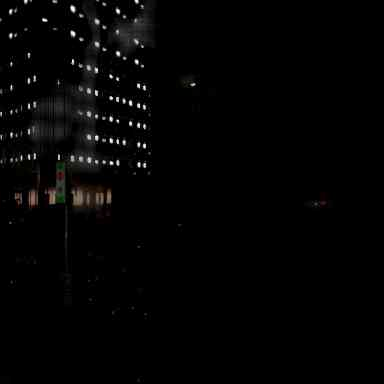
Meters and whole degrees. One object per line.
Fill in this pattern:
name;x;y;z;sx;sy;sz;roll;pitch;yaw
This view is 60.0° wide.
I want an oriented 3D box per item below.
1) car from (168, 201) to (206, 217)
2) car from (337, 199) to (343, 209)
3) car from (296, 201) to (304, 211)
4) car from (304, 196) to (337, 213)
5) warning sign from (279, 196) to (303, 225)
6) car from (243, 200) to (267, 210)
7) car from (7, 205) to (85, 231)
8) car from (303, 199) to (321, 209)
car;-0.469;1.705;34.810;1.882;1.535;5.008;0;-1;34
car;21.921;1.817;51.057;1.882;1.535;5.008;0;0;31
car;14.128;1.900;44.679;1.895;1.301;4.718;0;-1;33
car;16.412;1.501;42.237;2.150;2.045;5.566;0;-1;34
warning sign;6.826;1.251;22.955;1.300;1.860;1.060;0;0;34
car;9.472;1.886;49.586;2.033;1.411;5.357;0;-1;33
car;-9.417;1.631;21.785;1.837;1.490;4.892;0;0;36
car;19.143;1.879;52.743;1.812;1.442;4.674;0;0;31
